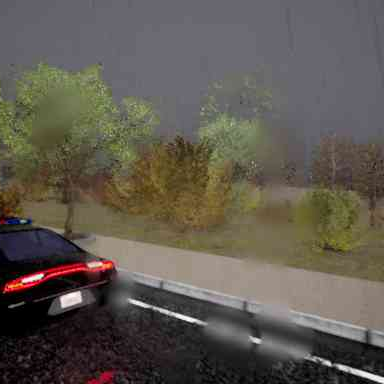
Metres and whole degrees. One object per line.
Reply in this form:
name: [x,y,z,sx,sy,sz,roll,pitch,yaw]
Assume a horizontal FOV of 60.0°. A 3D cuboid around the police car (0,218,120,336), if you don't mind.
police car: [-3.696,1.290,6.198,4.974,1.542,2.038,2,1,35]
